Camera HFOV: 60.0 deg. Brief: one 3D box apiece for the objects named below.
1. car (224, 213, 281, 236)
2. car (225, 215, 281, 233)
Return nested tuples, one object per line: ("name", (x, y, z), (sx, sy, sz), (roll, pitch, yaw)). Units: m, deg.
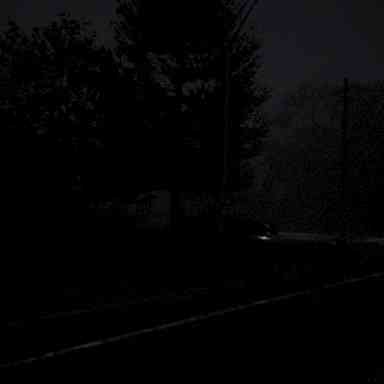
("car", (4.255, 2.342, 24.707), (1.882, 1.535, 5.008), (3, -4, -38))
("car", (5.256, 2.742, 29.115), (1.895, 1.301, 4.718), (3, -5, -38))
